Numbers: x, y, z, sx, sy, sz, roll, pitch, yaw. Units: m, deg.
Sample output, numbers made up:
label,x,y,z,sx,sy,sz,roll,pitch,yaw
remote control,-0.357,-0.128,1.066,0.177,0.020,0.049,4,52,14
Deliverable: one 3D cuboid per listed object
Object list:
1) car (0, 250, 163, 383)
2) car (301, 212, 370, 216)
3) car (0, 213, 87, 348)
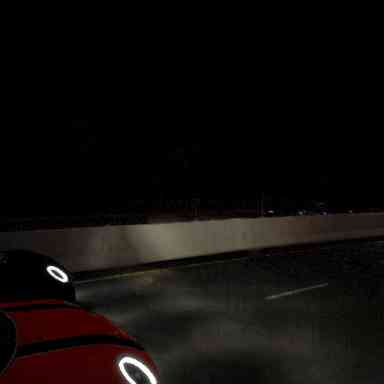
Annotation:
label,x,y,z,sx,sy,sz,roll,pitch,yaw
car,-2.376,1.351,2.021,4.553,1.767,2.097,0,0,-35
car,9.026,1.354,21.022,4.553,1.767,2.097,0,0,-24
car,-4.188,1.350,5.025,4.553,1.767,2.097,0,0,-35
